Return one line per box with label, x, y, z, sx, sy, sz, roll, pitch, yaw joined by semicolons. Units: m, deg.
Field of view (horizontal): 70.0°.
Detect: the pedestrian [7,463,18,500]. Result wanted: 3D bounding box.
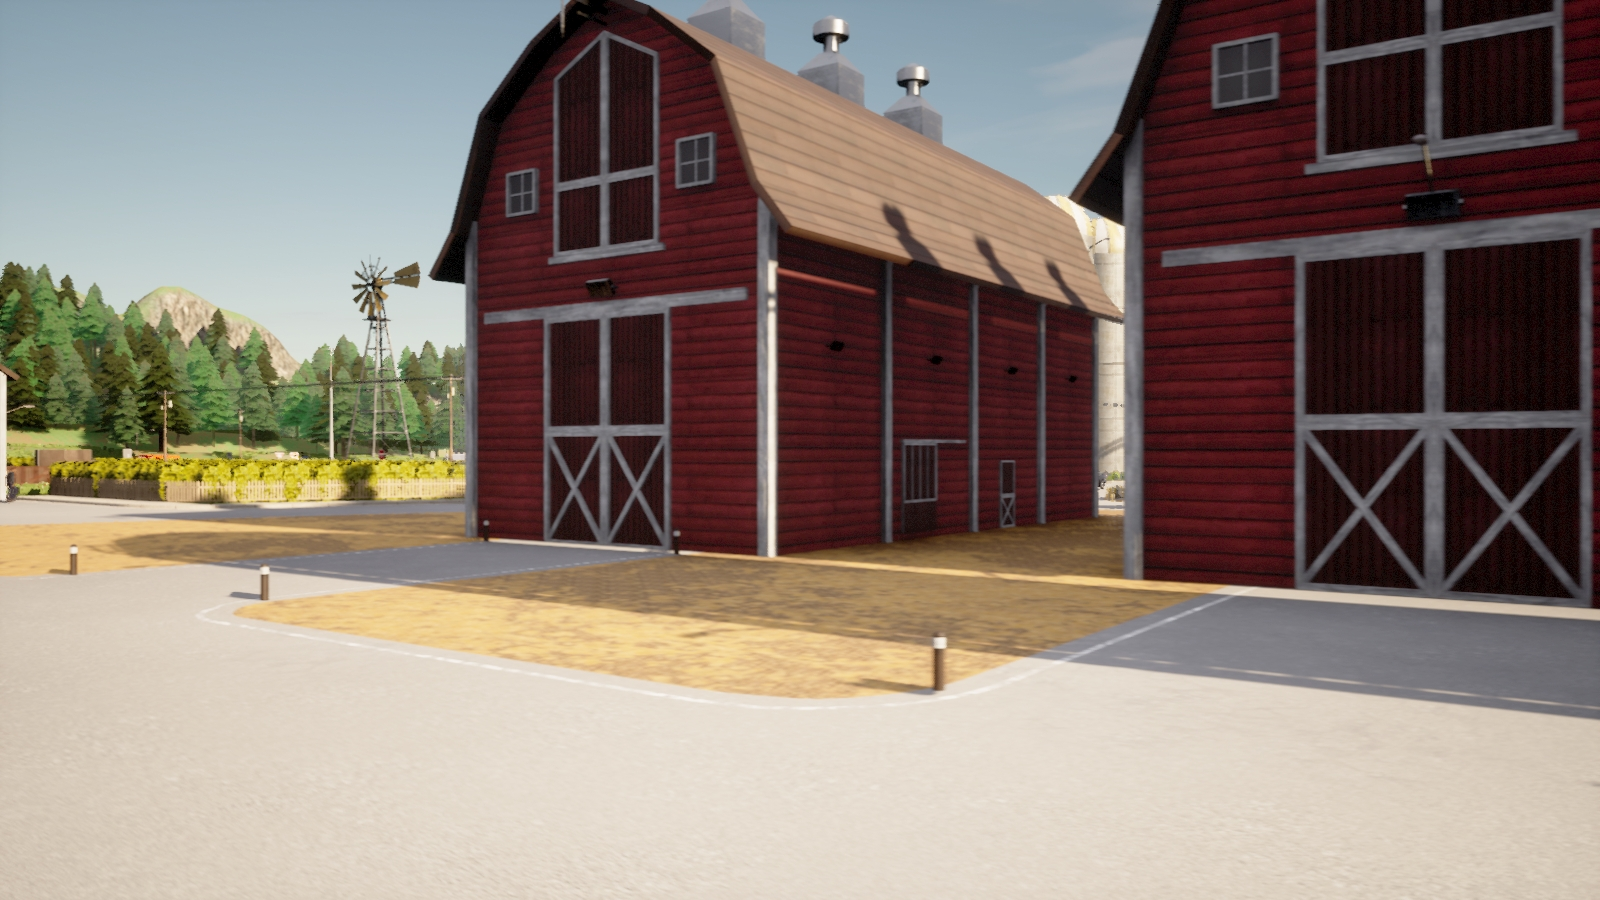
pedestrian;-40.237;1.618;58.372;0.375;1.860;0.375;0;0;43
